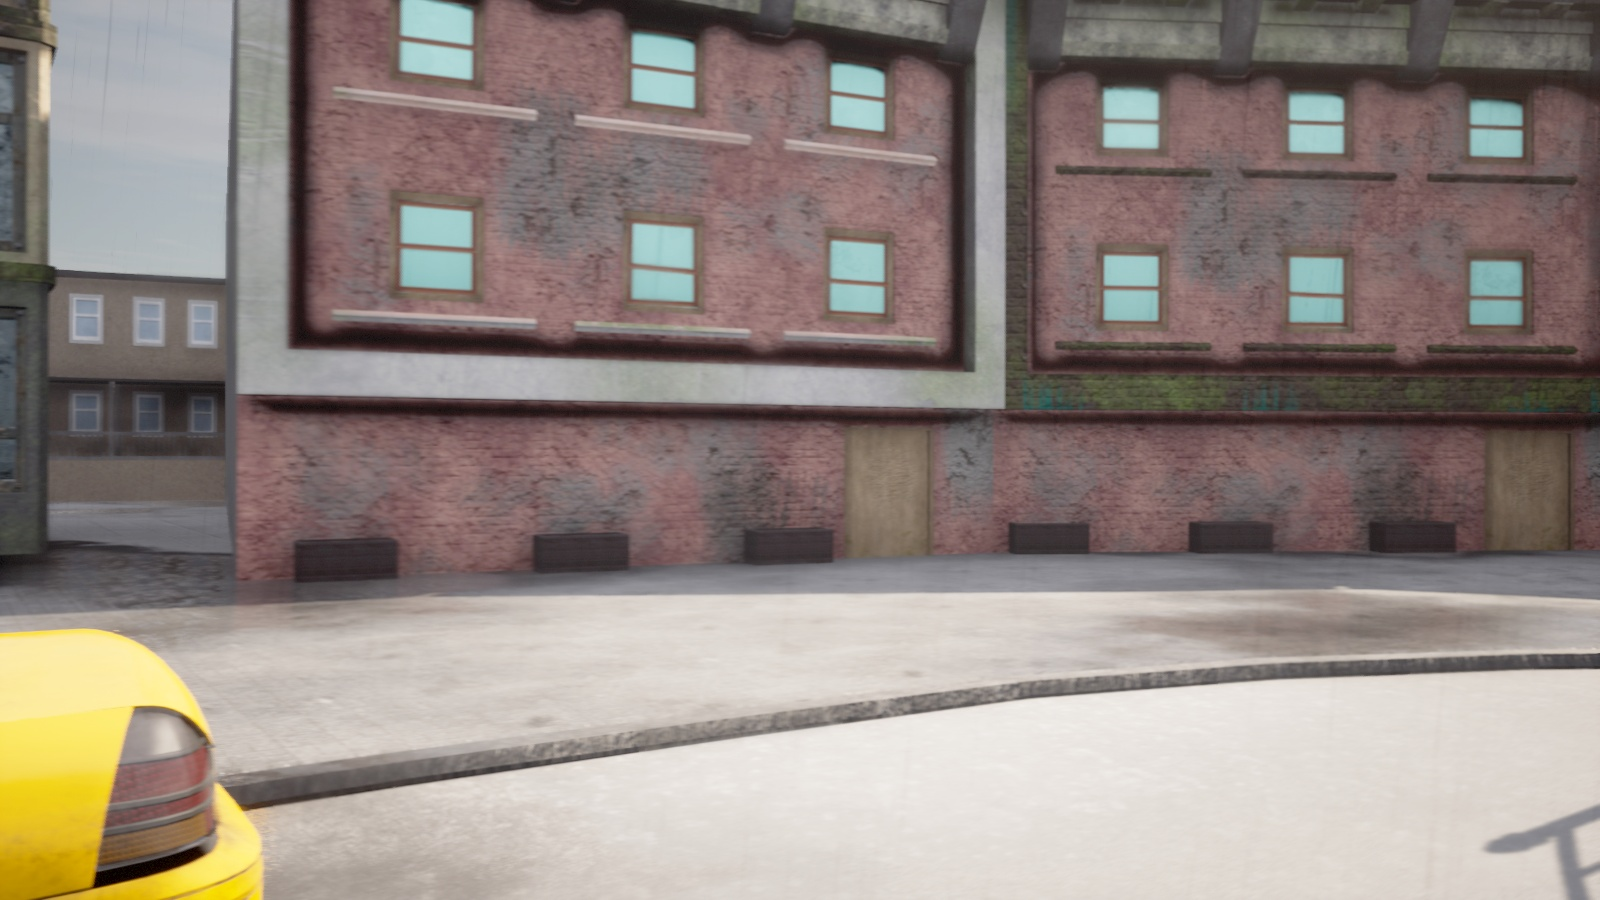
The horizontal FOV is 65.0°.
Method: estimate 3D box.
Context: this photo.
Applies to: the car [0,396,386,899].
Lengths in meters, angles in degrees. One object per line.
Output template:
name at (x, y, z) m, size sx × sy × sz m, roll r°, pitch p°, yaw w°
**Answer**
car at (-3.580, 0.696, 1.825) m, size 5.366 × 1.575 × 1.801 m, roll 0°, pitch 0°, yaw -35°
